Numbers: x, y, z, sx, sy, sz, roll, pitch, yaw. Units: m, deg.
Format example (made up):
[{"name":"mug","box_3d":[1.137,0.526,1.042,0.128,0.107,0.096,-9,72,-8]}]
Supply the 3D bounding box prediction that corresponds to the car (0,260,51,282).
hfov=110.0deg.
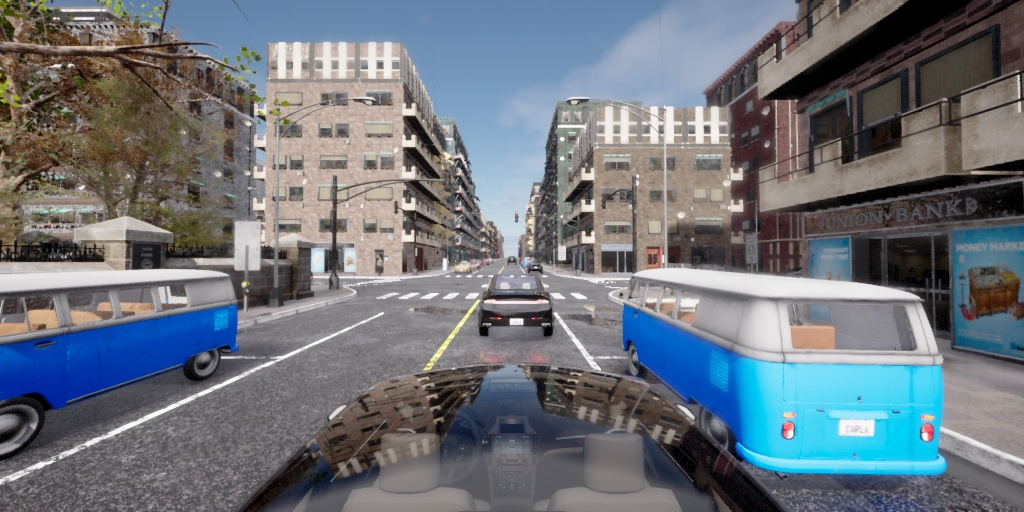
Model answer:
[{"name":"car","box_3d":[-36.510,1.044,25.567,4.892,1.490,1.837,0,-1,1]}]

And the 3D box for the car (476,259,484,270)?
[{"name":"car","box_3d":[-5.686,1.208,53.857,1.967,1.591,4.097,0,0,0]}]

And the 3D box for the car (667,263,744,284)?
[{"name":"car","box_3d":[15.094,1.357,28.144,5.008,1.535,1.882,0,-1,1]}]

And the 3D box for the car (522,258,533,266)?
[{"name":"car","box_3d":[2.695,1.317,48.214,2.007,1.370,4.403,0,0,0]}]

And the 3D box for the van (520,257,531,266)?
[{"name":"van","box_3d":[2.696,1.112,59.498,1.690,1.789,3.998,0,0,0]}]

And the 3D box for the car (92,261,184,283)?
[{"name":"car","box_3d":[-26.411,1.119,25.439,4.674,1.442,1.812,0,-1,1]}]

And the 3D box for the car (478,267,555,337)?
[{"name":"car","box_3d":[0.101,1.244,10.354,2.128,1.511,4.902,0,0,0]}]

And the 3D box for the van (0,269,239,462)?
[{"name":"van","box_3d":[-5.656,1.092,4.627,1.690,1.789,3.998,0,0,0]}]

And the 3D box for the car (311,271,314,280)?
[{"name":"car","box_3d":[-16.586,0.999,25.323,4.553,1.767,2.097,0,-1,1]}]

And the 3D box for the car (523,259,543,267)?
[{"name":"car","box_3d":[2.695,1.330,42.571,1.948,1.339,4.313,0,0,0]}]

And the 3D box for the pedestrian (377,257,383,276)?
[{"name":"pedestrian","box_3d":[-12.536,0.967,34.014,0.375,1.860,0.375,0,-1,1]}]

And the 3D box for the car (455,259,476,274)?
[{"name":"car","box_3d":[-5.686,1.289,42.402,1.751,1.417,4.829,0,0,0]}]

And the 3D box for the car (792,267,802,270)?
[{"name":"car","box_3d":[24.995,1.461,28.025,4.674,1.442,1.812,0,-1,1]}]

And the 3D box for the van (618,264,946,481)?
[{"name":"van","box_3d":[2.659,1.092,4.625,1.690,1.789,3.998,0,0,0]}]
